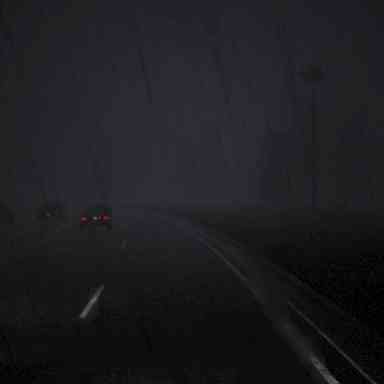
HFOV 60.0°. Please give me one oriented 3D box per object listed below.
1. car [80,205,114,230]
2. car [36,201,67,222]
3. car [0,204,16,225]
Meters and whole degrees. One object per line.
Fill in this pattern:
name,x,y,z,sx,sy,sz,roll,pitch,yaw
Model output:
car,-6.022,1.530,21.149,2.033,1.411,5.357,0,0,-13
car,-11.214,1.479,26.711,2.128,1.511,4.902,0,0,-16
car,-13.938,1.565,23.543,1.994,1.385,4.181,0,0,-16
